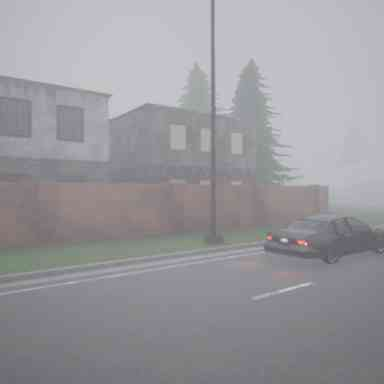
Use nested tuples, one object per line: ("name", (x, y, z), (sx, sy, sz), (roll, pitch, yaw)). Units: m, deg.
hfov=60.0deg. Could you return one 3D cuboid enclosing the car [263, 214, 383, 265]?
("car", (4.829, 1.496, 11.522), (5.357, 1.411, 2.033), (0, 0, -36))
